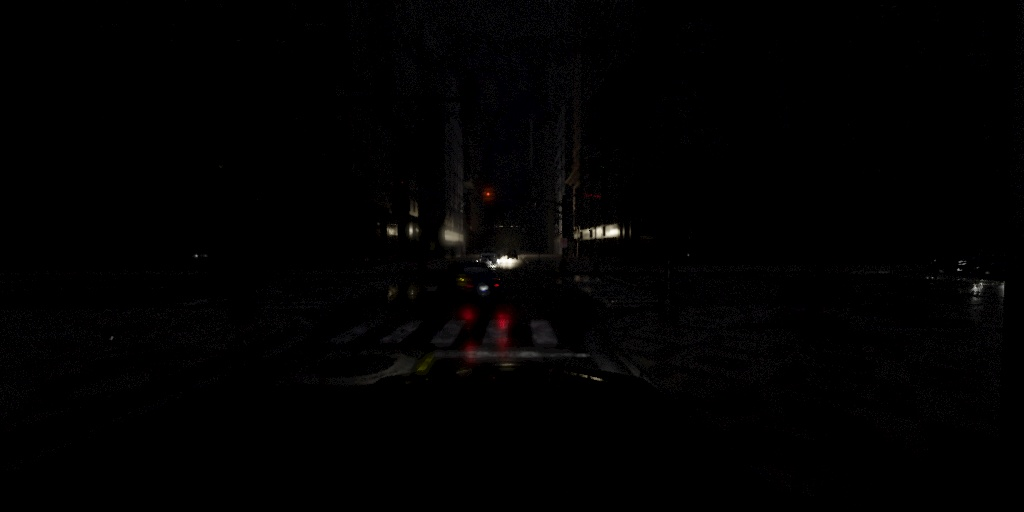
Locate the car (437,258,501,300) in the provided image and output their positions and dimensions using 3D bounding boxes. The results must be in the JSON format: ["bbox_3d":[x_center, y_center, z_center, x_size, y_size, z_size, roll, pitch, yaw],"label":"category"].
[{"bbox_3d":[-1.921,0.970,15.505,1.812,1.442,4.674,0,1,-22],"label":"car"}]

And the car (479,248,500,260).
[{"bbox_3d":[-3.050,-0.024,46.948,2.150,2.045,5.566,0,2,-1],"label":"car"}]

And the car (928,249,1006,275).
[{"bbox_3d":[30.739,0.404,23.773,4.553,1.767,2.097,0,1,0],"label":"car"}]

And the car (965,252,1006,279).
[{"bbox_3d":[29.582,0.664,20.533,4.674,1.442,1.812,0,1,0],"label":"car"}]
